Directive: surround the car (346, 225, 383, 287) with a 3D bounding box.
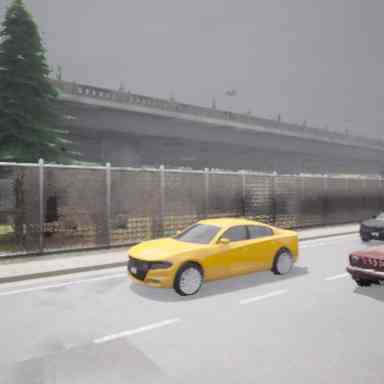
[{"bbox_3d":[5.813,1.584,8.116,4.718,1.301,1.895,0,0,-35],"label":"car"}]

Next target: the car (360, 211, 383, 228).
[{"bbox_3d":[9.550,1.447,15.062,5.008,1.535,1.882,0,0,-35],"label":"car"}]

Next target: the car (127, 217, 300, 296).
[{"bbox_3d":[0.747,1.467,8.811,5.008,1.535,1.882,0,0,-35],"label":"car"}]
